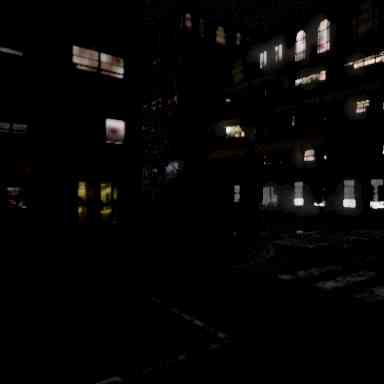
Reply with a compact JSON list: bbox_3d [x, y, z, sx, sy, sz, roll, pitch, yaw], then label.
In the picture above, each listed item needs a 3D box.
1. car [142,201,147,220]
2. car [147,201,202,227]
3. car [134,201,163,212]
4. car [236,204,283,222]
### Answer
[{"bbox_3d":[-5.595,1.686,29.183,1.947,1.339,4.313,0,-1,-36],"label":"car"},{"bbox_3d":[-1.107,1.510,22.925,1.967,1.590,4.097,0,-1,-36],"label":"car"},{"bbox_3d":[-5.717,1.844,43.014,1.947,1.339,4.313,0,-1,-36],"label":"car"},{"bbox_3d":[5.495,1.707,27.684,2.008,1.369,4.403,0,-1,-36],"label":"car"}]
